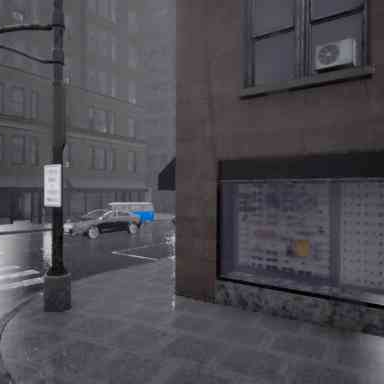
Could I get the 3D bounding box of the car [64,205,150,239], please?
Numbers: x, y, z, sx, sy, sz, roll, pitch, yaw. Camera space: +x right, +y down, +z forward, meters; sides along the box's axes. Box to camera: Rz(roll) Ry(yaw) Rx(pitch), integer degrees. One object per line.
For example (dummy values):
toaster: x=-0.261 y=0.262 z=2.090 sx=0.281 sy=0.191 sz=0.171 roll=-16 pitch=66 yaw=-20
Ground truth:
car: x=-4.990 y=1.732 z=18.983 sx=2.128 sy=1.511 sz=4.902 roll=0 pitch=-1 yaw=35

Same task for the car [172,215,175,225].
car: x=0.263 y=1.953 z=26.447 sx=1.994 sy=1.385 sz=4.181 roll=0 pitch=-1 yaw=35

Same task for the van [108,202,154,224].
van: x=-4.503 y=1.643 z=24.165 sx=1.690 sy=1.788 sz=3.998 roll=-1 pitch=-1 yaw=35
